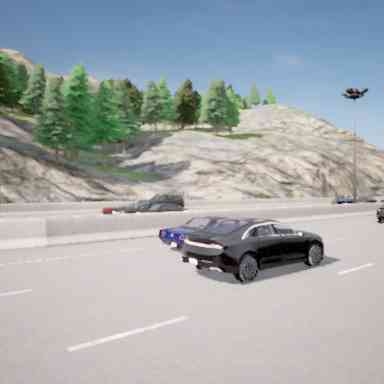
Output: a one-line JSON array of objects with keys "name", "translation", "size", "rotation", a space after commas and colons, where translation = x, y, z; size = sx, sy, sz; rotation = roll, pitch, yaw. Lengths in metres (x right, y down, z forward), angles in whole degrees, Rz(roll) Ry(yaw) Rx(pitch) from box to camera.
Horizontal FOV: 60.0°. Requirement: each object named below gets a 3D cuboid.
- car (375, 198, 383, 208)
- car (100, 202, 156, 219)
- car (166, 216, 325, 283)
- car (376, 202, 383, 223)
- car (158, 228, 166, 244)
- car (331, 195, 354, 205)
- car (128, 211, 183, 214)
[{"name": "car", "translation": [29.006, 1.623, 49.050], "size": [4.181, 1.385, 1.994], "rotation": [0, 0, -38]}, {"name": "car", "translation": [-5.816, 1.663, 30.509], "size": [4.718, 1.301, 1.895], "rotation": [0, 0, -38]}, {"name": "car", "translation": [1.956, 1.508, 9.741], "size": [4.902, 1.511, 2.128], "rotation": [0, 0, -37]}, {"name": "car", "translation": [15.575, 1.521, 24.854], "size": [4.902, 1.511, 2.128], "rotation": [0, 0, -38]}, {"name": "car", "translation": [1.096, 1.625, 13.465], "size": [4.718, 1.301, 1.895], "rotation": [0, 0, -38]}, {"name": "car", "translation": [27.864, 1.438, 61.467], "size": [4.553, 1.767, 2.097], "rotation": [0, 0, -38]}, {"name": "car", "translation": [-2.321, 1.573, 24.351], "size": [4.674, 1.442, 1.812], "rotation": [0, 0, -38]}]
